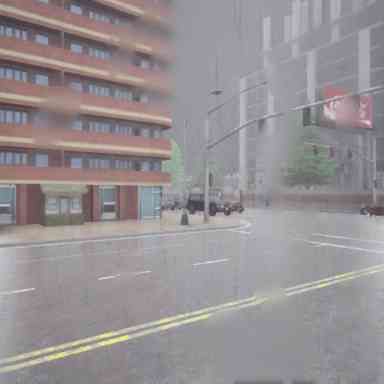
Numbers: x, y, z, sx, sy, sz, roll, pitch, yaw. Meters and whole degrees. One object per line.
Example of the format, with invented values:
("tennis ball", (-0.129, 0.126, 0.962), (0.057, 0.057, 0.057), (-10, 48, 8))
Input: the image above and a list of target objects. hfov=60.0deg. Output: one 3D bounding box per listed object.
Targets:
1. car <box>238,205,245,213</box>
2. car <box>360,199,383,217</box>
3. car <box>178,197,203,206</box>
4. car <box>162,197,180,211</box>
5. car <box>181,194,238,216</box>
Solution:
("car", (3.562, 1.601, 36.187), (1.895, 1.301, 4.718), (0, 0, -35))
("car", (17.267, 1.352, 29.163), (2.097, 1.767, 4.553), (0, 0, -35))
("car", (-0.262, 1.564, 54.207), (1.994, 1.385, 4.181), (0, 0, -35))
("car", (-3.893, 1.352, 40.735), (2.097, 1.767, 4.553), (0, 0, -35))
("car", (1.639, 1.222, 32.829), (2.150, 2.045, 5.566), (0, 0, -35))
